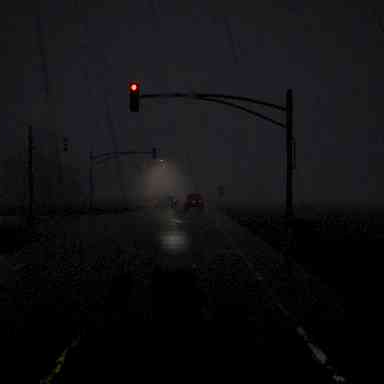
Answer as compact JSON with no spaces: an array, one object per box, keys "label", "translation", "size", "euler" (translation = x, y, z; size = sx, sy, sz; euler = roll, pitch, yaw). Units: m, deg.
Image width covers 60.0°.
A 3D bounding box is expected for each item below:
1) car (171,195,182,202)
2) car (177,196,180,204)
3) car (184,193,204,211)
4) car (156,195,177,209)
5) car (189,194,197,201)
[{"label":"car","translation":[-3.286,1.462,70.859],"size":[1.994,1.385,4.181],"euler":[0,0,0]},{"label":"car","translation":[-3.431,1.297,52.297],"size":[2.097,1.767,4.553],"euler":[0,0,0]},{"label":"car","translation":[0.248,1.185,40.825],"size":[2.150,2.045,5.566],"euler":[0,0,1]},{"label":"car","translation":[-3.459,1.311,43.517],"size":[2.097,1.767,4.553],"euler":[0,0,0]},{"label":"car","translation":[0.261,1.397,86.100],"size":[2.128,1.511,4.902],"euler":[0,0,0]}]
